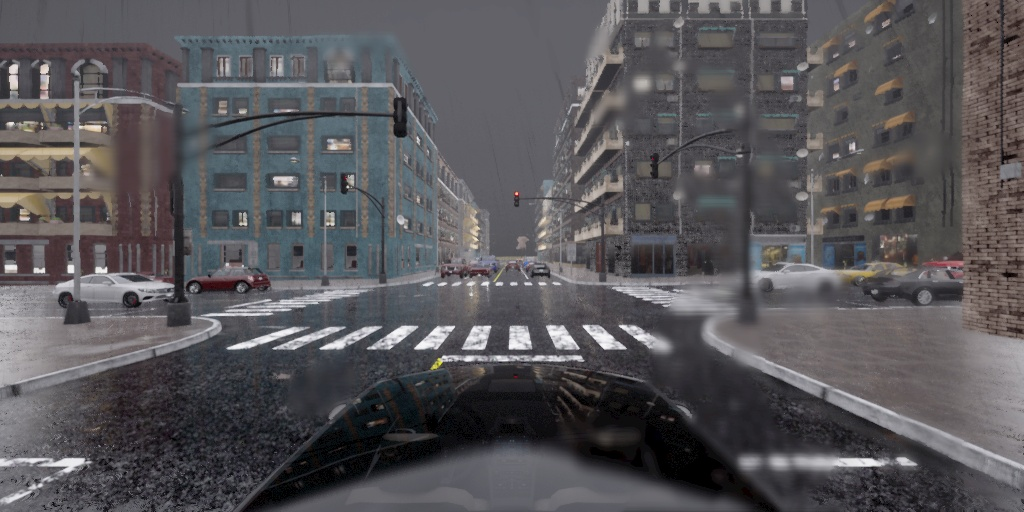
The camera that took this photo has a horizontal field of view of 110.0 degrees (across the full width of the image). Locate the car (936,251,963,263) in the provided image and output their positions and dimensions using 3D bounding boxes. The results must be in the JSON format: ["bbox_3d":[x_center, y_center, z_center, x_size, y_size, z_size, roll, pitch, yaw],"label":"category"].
[{"bbox_3d":[24.675,0.647,18.574,5.566,2.045,2.150,-1,0,1],"label":"car"}]

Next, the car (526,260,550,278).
[{"bbox_3d":[2.572,1.306,33.525,1.948,1.339,4.313,0,0,0],"label":"car"}]

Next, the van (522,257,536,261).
[{"bbox_3d":[2.576,1.070,50.181,1.690,1.789,3.998,0,0,0],"label":"van"}]

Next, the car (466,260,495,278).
[{"bbox_3d":[-2.843,1.341,33.319,1.895,1.301,4.718,0,0,0],"label":"car"}]

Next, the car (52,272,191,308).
[{"bbox_3d":[-17.497,1.470,15.949,4.674,1.442,1.812,-1,0,2],"label":"car"}]

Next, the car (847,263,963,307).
[{"bbox_3d":[15.605,1.080,13.231,4.403,1.370,2.007,0,0,0],"label":"car"}]

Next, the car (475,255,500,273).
[{"bbox_3d":[-2.840,0.956,43.295,2.150,2.045,5.566,0,0,0],"label":"car"}]

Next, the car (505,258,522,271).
[{"bbox_3d":[0.125,1.256,49.428,1.812,1.442,4.674,0,0,0],"label":"car"}]

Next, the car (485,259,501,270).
[{"bbox_3d":[-2.827,1.219,53.719,2.128,1.511,4.902,0,0,0],"label":"car"}]

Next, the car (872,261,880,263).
[{"bbox_3d":[21.138,0.996,21.068,4.829,1.417,1.751,0,0,0],"label":"car"}]

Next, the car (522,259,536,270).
[{"bbox_3d":[2.574,1.316,44.629,1.802,1.307,4.207,0,0,0],"label":"car"}]

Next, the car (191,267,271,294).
[{"bbox_3d":[-16.901,1.385,21.377,4.097,1.591,1.967,0,0,0],"label":"car"}]

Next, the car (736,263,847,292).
[{"bbox_3d":[14.266,1.081,18.656,4.674,1.442,1.812,-1,0,2],"label":"car"}]

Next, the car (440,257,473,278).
[{"bbox_3d":[-5.308,1.055,33.526,2.192,1.841,5.009,0,0,0],"label":"car"}]

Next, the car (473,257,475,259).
[{"bbox_3d":[-5.305,1.275,50.183,1.888,1.381,4.507,0,0,0],"label":"car"}]
